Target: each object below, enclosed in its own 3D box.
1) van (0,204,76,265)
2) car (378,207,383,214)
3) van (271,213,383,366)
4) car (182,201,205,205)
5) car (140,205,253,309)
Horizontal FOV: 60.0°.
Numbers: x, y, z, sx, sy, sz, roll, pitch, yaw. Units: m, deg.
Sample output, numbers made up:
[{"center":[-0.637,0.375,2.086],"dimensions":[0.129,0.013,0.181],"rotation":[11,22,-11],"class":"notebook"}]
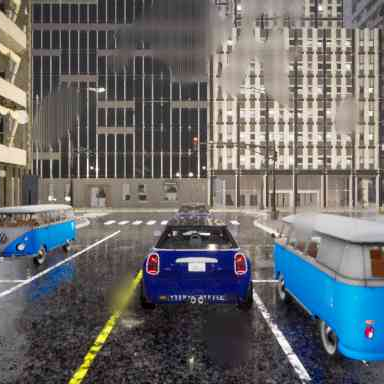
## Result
[{"center":[-5.335,1.345,11.325],"dimensions":[1.690,1.788,3.998],"rotation":[0,0,0],"class":"van"},{"center":[18.980,1.490,29.080],"dimensions":[4.829,1.417,1.752],"rotation":[0,0,0],"class":"car"},{"center":[2.558,1.343,5.658],"dimensions":[1.690,1.788,3.998],"rotation":[0,0,0],"class":"van"},{"center":[0.085,1.359,18.057],"dimensions":[2.097,1.767,4.553],"rotation":[0,0,0],"class":"car"},{"center":[0.083,1.354,8.031],"dimensions":[2.097,1.767,4.553],"rotation":[0,0,0],"class":"car"}]
